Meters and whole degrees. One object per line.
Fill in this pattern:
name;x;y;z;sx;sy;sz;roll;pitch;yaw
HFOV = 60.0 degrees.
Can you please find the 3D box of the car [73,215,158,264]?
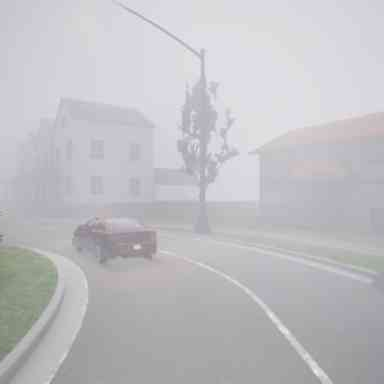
car;-3.080;1.625;12.679;1.882;1.535;5.008;1;-1;-33
